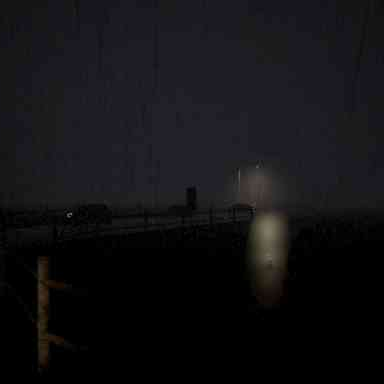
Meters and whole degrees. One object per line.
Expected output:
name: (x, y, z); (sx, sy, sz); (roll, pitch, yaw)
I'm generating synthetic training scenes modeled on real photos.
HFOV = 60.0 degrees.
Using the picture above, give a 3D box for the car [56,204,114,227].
car: (-8.347, 1.704, 25.826); (2.097, 1.767, 4.553); (0, -1, 35)

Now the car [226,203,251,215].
car: (6.642, 2.332, 46.935); (1.882, 1.535, 5.008); (0, -1, 36)

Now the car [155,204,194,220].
car: (-1.802, 2.047, 35.069); (1.882, 1.535, 5.008); (0, -1, 35)
